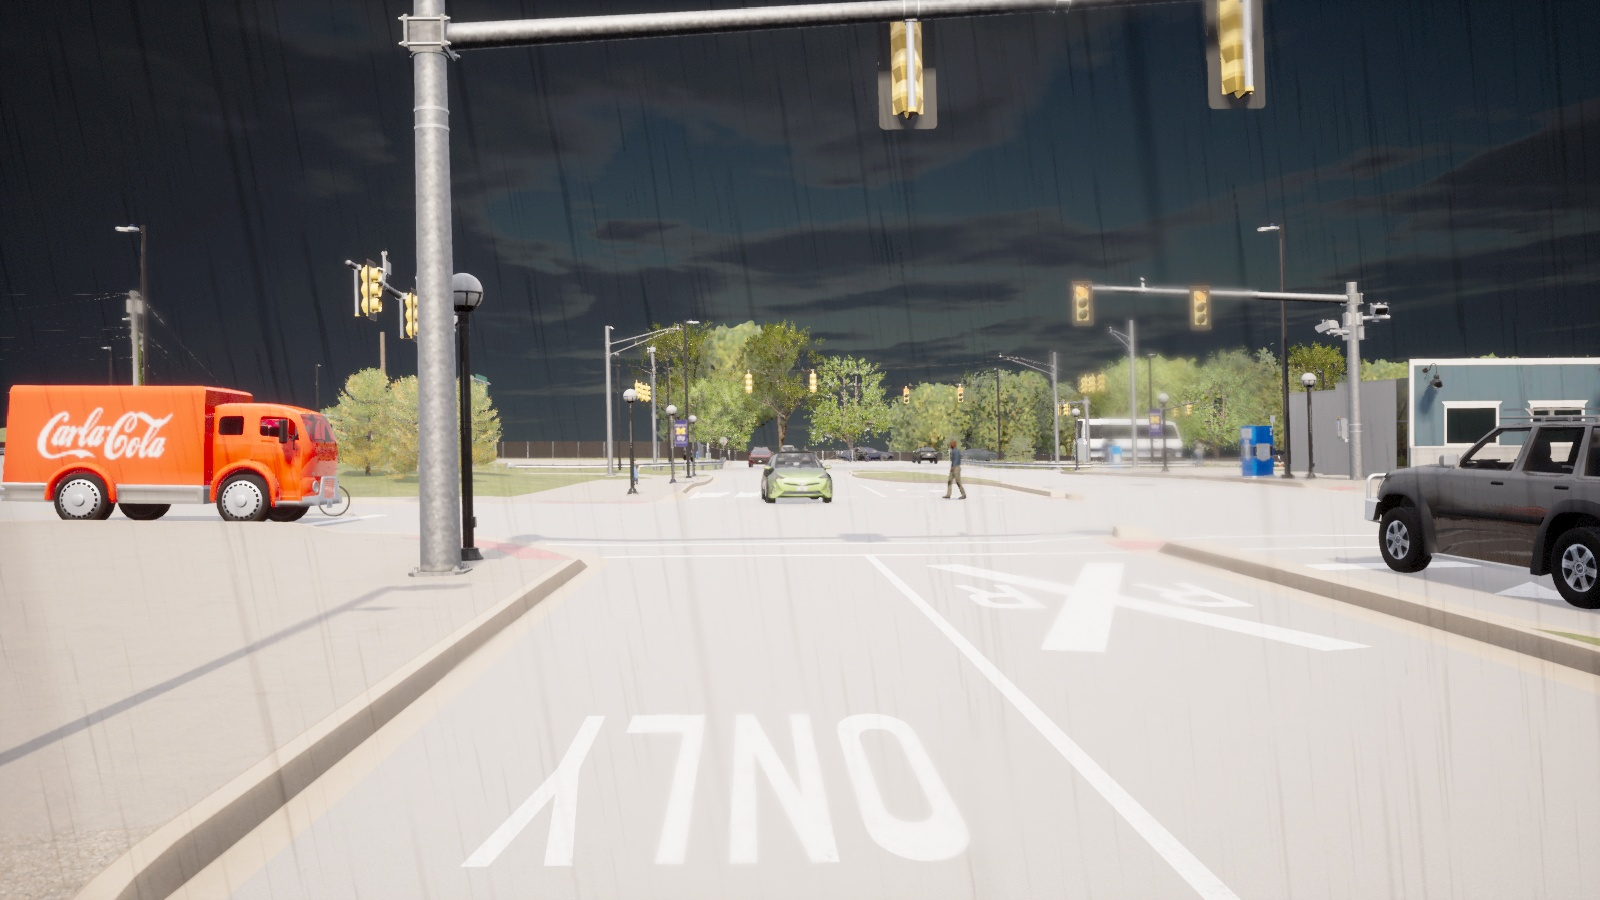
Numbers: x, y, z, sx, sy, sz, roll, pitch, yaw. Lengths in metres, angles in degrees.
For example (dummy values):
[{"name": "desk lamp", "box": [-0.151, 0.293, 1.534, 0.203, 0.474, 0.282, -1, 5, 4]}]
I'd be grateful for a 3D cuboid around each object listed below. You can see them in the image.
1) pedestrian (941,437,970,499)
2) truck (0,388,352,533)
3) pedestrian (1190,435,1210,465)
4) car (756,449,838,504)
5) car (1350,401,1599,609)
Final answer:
[{"name": "pedestrian", "box": [4.724, 0.547, 38.158, 0.726, 1.835, 0.370, -2, -1, -5]}, {"name": "truck", "box": [-11.174, 0.198, 22.732, 5.204, 2.467, 2.627, 0, -1, -2]}, {"name": "pedestrian", "box": [25.203, -0.010, 79.128, 0.900, 1.855, 0.874, -2, -1, -1]}, {"name": "car", "box": [-0.160, 0.763, 37.632, 2.007, 1.525, 4.514, -1, 0, -6]}, {"name": "car", "box": [7.887, 0.436, 13.015, 1.932, 1.855, 4.605, -1, 1, -7]}]
